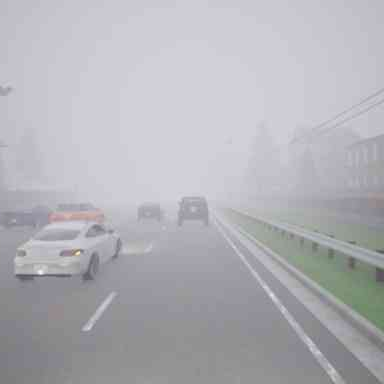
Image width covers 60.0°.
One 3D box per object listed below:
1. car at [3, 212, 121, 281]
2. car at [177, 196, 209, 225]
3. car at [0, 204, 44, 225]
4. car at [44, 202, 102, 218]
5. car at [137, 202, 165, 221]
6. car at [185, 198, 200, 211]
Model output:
[{"bbox_3d":[-3.397,1.553,9.783,1.812,1.442,4.674,0,0,0],"label":"car"},{"bbox_3d":[0.105,1.291,24.698,2.150,2.045,5.566,0,0,0],"label":"car"},{"bbox_3d":[-10.395,1.538,21.922,1.882,1.535,5.008,0,0,0],"label":"car"},{"bbox_3d":[-6.897,1.409,20.496,2.097,1.767,4.553,0,0,0],"label":"car"},{"bbox_3d":[-3.394,1.555,28.183,1.882,1.535,5.008,0,0,0],"label":"car"},{"bbox_3d":[0.097,1.624,43.870,1.837,1.490,4.892,0,0,0],"label":"car"}]
